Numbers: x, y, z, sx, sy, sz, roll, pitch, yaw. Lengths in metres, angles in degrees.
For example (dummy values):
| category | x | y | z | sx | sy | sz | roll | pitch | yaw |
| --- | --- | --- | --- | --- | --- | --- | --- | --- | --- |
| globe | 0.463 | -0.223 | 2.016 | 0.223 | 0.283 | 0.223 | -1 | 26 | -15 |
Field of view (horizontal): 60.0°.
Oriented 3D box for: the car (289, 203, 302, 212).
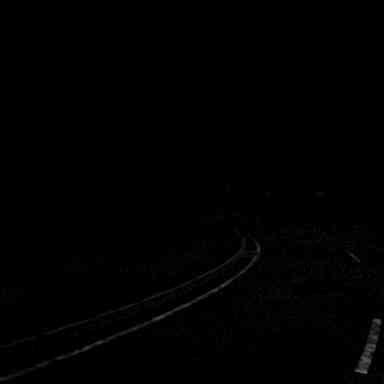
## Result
| category | x | y | z | sx | sy | sz | roll | pitch | yaw |
| --- | --- | --- | --- | --- | --- | --- | --- | --- | --- |
| car | 16.840 | 2.890 | 56.537 | 2.002 | 1.452 | 4.674 | 1 | -3 | 28 |

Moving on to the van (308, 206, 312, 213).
| category | x | y | z | sx | sy | sz | roll | pitch | yaw |
| --- | --- | --- | --- | --- | --- | --- | --- | --- | --- |
| van | 22.076 | 3.274 | 66.329 | 1.878 | 1.987 | 4.442 | 0 | -4 | 28 |

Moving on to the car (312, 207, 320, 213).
| category | x | y | z | sx | sy | sz | roll | pitch | yaw |
| --- | --- | --- | --- | --- | --- | --- | --- | --- | --- |
| car | 27.234 | 4.178 | 75.928 | 2.002 | 1.452 | 4.674 | 0 | -4 | 28 |

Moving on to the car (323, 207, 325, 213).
| category | x | y | z | sx | sy | sz | roll | pitch | yaw |
| --- | --- | --- | --- | --- | --- | --- | --- | --- | --- |
| car | 32.503 | 4.665 | 85.741 | 2.185 | 1.767 | 4.553 | 0 | -4 | 28 |

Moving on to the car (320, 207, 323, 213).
| category | x | y | z | sx | sy | sz | roll | pitch | yaw |
| --- | --- | --- | --- | --- | --- | --- | --- | --- | --- |
| car | 29.892 | 4.342 | 80.881 | 2.185 | 1.767 | 4.553 | 0 | -4 | 28 |

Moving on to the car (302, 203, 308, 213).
| category | x | y | z | sx | sy | sz | roll | pitch | yaw |
| --- | --- | --- | --- | --- | --- | --- | --- | --- | --- |
| car | 19.421 | 3.200 | 61.379 | 2.163 | 1.488 | 4.792 | 0 | -4 | 28 |
